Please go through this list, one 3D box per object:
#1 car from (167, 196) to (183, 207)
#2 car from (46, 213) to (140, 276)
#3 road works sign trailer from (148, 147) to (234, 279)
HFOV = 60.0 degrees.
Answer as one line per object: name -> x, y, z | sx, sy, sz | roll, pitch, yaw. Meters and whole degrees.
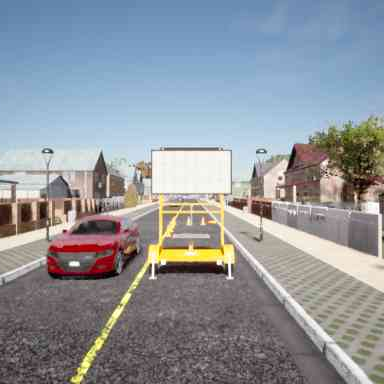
car -> -2.992, 1.668, 53.597 | 2.033, 1.411, 5.357 | 0, 0, 0
car -> -2.878, 1.485, 10.626 | 1.882, 1.535, 5.008 | 0, 0, 0
road works sign trailer -> -0.015, 0.471, 10.023 | 2.380, 3.560, 2.880 | 0, 0, 0
